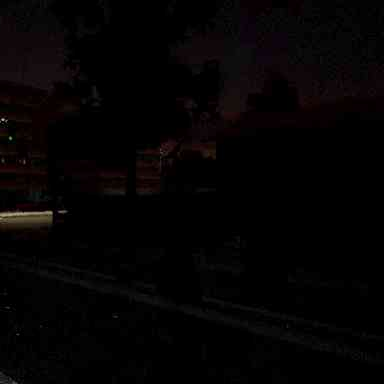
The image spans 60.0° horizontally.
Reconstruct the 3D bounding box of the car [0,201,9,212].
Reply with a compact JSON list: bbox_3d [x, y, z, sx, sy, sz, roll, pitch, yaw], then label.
[{"bbox_3d":[-19.968,1.490,37.994,1.994,1.385,4.181,0,0,36],"label":"car"}]

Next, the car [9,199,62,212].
[{"bbox_3d":[-16.819,1.533,36.378,1.895,1.301,4.718,0,0,35],"label":"car"}]
